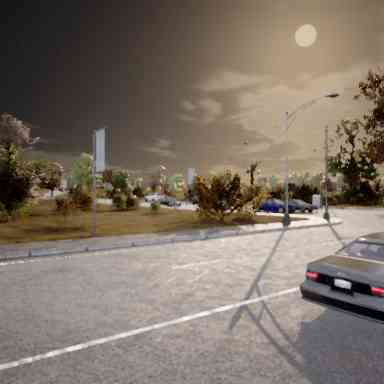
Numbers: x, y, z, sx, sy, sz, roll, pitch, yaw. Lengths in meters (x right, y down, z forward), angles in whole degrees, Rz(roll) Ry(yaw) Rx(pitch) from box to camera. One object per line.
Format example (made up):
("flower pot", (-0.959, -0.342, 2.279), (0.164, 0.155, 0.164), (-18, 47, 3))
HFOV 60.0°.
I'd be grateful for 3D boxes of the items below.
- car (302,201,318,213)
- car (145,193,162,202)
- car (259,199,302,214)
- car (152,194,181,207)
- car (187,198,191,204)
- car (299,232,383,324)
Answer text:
("car", (11.513, 1.551, 37.763), (2.033, 1.411, 5.357), (0, 0, -39))
("car", (-8.389, 1.227, 73.841), (2.150, 2.045, 5.566), (0, 0, -38))
("car", (8.729, 1.485, 35.636), (1.882, 1.535, 5.008), (0, 0, -40))
("car", (-3.544, 1.501, 50.880), (2.128, 1.511, 4.902), (0, 0, -39))
("car", (0.961, 1.490, 62.319), (2.128, 1.511, 4.902), (0, 0, -39))
("car", (4.529, 1.570, 6.991), (5.357, 1.411, 2.033), (0, 0, -36))
